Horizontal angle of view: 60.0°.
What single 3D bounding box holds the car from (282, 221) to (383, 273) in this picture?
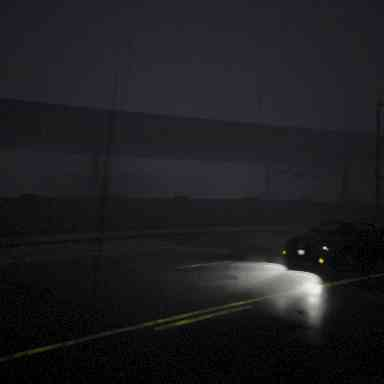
[{"bbox_3d":[5.034,1.665,10.990,4.181,1.385,1.994,1,-1,-29],"label":"car"}]
